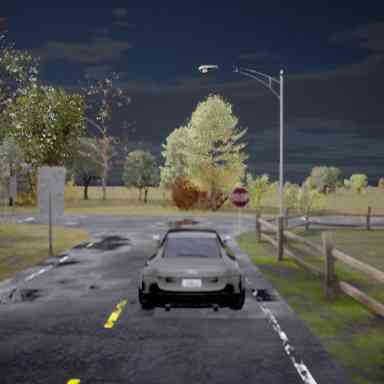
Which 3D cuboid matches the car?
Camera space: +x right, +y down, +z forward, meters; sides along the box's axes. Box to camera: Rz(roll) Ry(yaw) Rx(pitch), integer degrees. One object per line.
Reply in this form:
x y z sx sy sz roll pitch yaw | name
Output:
0.001 1.503 7.670 1.994 1.385 4.181 0 0 0 | car
